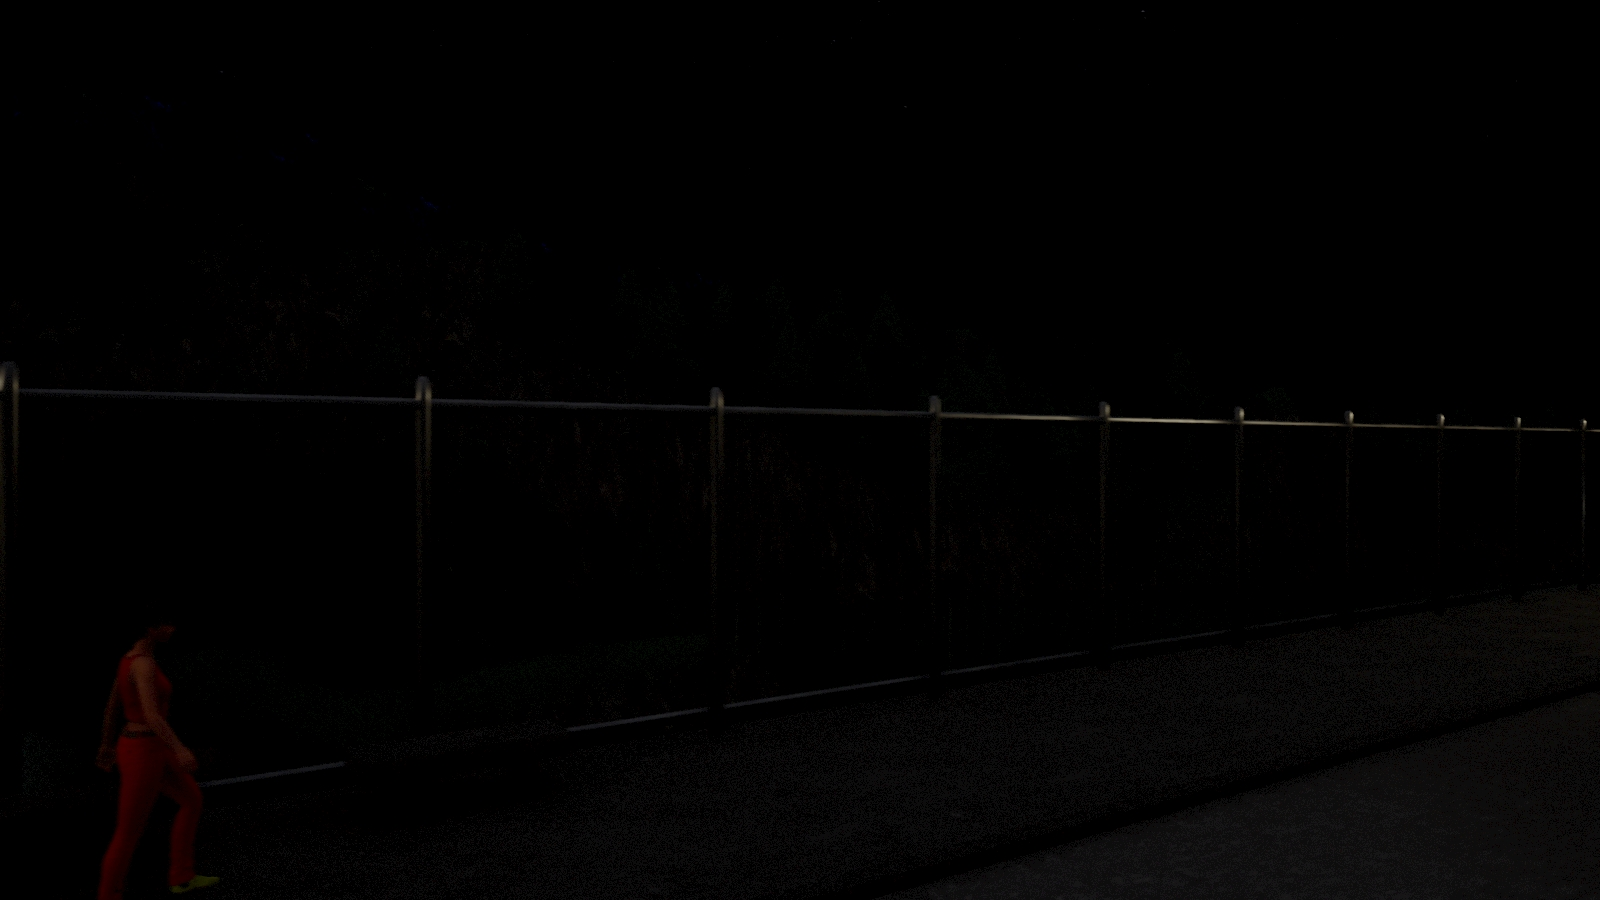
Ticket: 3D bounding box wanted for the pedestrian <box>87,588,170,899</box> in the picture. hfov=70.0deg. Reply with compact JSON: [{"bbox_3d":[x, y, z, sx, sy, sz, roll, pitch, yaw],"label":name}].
[{"bbox_3d":[-3.795,1.744,6.458,0.375,1.860,0.375,0,0,-35],"label":"pedestrian"}]
